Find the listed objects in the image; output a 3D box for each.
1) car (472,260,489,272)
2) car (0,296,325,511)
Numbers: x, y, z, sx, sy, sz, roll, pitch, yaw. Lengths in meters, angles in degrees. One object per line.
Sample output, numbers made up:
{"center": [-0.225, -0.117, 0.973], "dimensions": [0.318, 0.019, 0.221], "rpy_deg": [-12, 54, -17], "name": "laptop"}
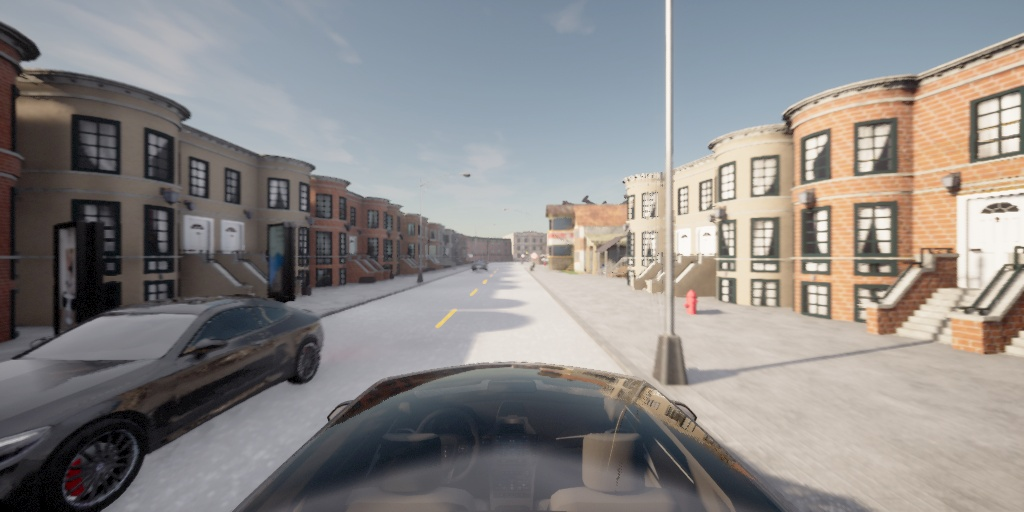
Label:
{"center": [-4.068, 1.239, 46.280], "dimensions": [2.128, 1.511, 4.902], "rpy_deg": [0, 0, 0], "name": "car"}
{"center": [-4.099, 1.276, 4.359], "dimensions": [1.812, 1.442, 4.674], "rpy_deg": [0, 0, 0], "name": "car"}
